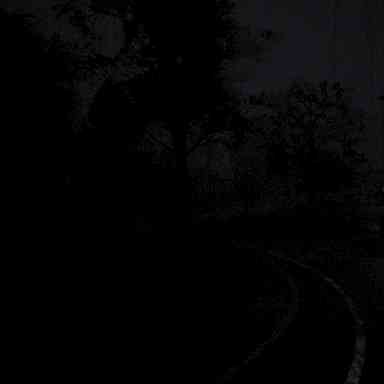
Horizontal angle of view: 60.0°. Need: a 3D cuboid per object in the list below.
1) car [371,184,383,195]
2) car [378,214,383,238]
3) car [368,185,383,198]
[{"bbox_3d":[31.305,-0.399,55.404,2.097,1.767,4.553,0,2,34],"label":"car"},{"bbox_3d":[8.809,1.370,13.450,2.128,1.511,4.902,0,1,25],"label":"car"},{"bbox_3d":[25.801,0.105,46.696,2.033,1.411,5.357,0,2,32],"label":"car"}]
